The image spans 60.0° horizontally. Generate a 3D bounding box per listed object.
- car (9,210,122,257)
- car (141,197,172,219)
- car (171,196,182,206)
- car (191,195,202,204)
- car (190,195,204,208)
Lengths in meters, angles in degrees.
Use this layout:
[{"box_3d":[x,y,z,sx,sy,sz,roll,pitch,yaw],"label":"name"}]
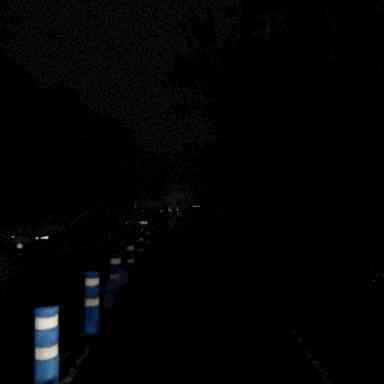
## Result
[{"box_3d":[-4.717,1.491,13.147,2.128,1.511,4.902,0,0,22],"label":"car"},{"box_3d":[-3.103,1.433,28.468,1.882,1.535,5.008,0,0,1],"label":"car"},{"box_3d":[-2.612,1.359,51.699,2.128,1.511,4.902,0,0,2],"label":"car"},{"box_3d":[0.848,1.342,62.090,2.033,1.411,5.357,-2,1,1],"label":"car"},{"box_3d":[0.684,1.434,47.312,2.033,1.411,5.357,0,0,2],"label":"car"}]
